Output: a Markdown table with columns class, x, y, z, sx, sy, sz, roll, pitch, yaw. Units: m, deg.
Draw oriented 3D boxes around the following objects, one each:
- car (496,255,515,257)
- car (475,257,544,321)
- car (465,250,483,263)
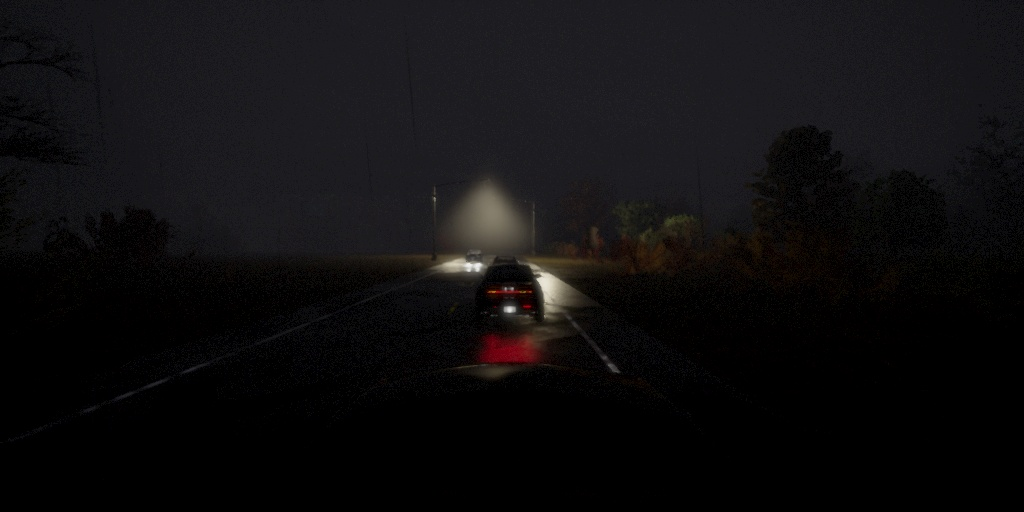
| class | x | y | z | sx | sy | sz | roll | pitch | yaw |
| --- | --- | --- | --- | --- | --- | --- | --- | --- | --- |
| car | -0.489 | 0.591 | 27.422 | 1.895 | 1.301 | 4.718 | 0 | 2 | -1 |
| car | -0.100 | 0.977 | 11.185 | 1.837 | 1.490 | 4.892 | 0 | 2 | -1 |
| car | -4.576 | -0.004 | 43.818 | 2.128 | 1.511 | 4.902 | 0 | 2 | -1 |
